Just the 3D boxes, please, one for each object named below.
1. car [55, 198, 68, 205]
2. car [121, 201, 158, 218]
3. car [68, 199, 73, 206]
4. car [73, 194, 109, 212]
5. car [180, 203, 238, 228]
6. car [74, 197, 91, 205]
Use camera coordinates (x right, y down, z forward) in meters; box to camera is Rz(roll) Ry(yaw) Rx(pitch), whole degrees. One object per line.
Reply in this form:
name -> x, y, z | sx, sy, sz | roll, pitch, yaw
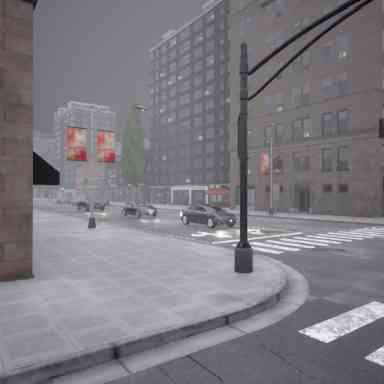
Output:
car -> -25.246, 1.803, 65.242 | 2.033, 1.411, 5.357 | 0, 0, -36
car -> -5.000, 1.595, 31.138 | 2.128, 1.511, 4.902 | 0, 0, -36
car -> -19.046, 1.782, 56.618 | 1.994, 1.385, 4.181 | 0, 0, -36
car -> -12.860, 1.365, 42.118 | 2.150, 2.045, 5.566 | 0, 1, -35
car -> 1.036, 1.569, 22.735 | 1.837, 1.490, 4.892 | 0, 0, -35
car -> -21.871, 1.760, 66.122 | 1.837, 1.490, 4.892 | 0, 0, -36
